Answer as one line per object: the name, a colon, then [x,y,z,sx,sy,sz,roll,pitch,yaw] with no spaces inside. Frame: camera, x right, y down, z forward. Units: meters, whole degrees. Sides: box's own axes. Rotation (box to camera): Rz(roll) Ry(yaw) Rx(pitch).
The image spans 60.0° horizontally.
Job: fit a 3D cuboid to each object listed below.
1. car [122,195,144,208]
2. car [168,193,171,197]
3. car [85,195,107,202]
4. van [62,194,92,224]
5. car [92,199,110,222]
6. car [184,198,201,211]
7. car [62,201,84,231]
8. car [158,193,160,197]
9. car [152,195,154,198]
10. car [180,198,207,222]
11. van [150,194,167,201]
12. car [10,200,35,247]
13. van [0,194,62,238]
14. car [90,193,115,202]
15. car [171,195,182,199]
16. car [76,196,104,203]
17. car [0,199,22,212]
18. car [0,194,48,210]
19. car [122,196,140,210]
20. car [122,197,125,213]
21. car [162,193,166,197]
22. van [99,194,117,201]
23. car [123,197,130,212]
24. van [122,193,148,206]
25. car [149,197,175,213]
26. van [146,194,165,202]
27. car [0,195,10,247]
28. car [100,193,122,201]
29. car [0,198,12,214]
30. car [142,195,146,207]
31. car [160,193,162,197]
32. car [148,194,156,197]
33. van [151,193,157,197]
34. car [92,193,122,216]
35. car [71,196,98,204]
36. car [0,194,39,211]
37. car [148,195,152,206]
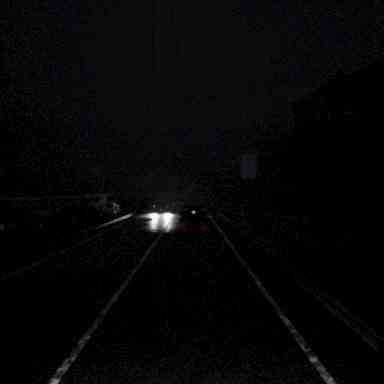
car: [-9.051,1.477,40.596,5.366,1.575,1.946,0,0,0]
car: [-8.886,1.405,88.254,5.566,2.045,2.435,0,0,0]
car: [-22.013,1.489,76.571,4.553,1.767,2.185,0,0,0]
van: [-8.962,1.226,20.976,4.442,1.987,1.878,0,0,0]
car: [-8.843,1.453,23.780,5.008,1.535,2.097,0,0,0]
car: [0.109,1.564,42.451,2.033,1.411,5.357,0,0,0]
car: [-8.838,1.452,18.174,4.892,1.521,2.231,0,0,0]
car: [-8.857,1.437,63.023,4.553,1.767,2.185,0,0,0]
car: [-8.848,1.551,51.809,4.792,1.488,2.163,0,0,0]
car: [0.110,1.490,26.261,2.163,1.488,4.792,0,0,0]
van: [-9.034,1.440,91.054,4.442,1.987,1.878,0,0,0]
car: [-8.810,1.322,12.565,4.553,1.767,2.185,0,0,0]
van: [-8.726,1.224,15.370,4.442,1.987,1.878,0,0,0]
car: [-22.017,1.384,82.124,5.566,2.045,2.435,0,0,0]
car: [-3.224,1.484,78.244,1.882,1.535,5.008,0,0,0]
car: [-21.791,1.591,71.021,5.366,1.575,1.946,0,0,0]
car: [-21.939,1.512,37.451,4.674,1.452,2.002,0,0,0]
car: [-21.919,1.239,43.022,5.566,2.045,2.435,0,0,0]
car: [-8.858,1.471,37.796,5.008,1.535,2.097,0,0,0]
car: [-8.850,1.457,29.391,4.892,1.521,2.231,0,0,0]
car: [-8.866,1.332,68.630,5.566,2.045,2.435,0,0,0]
van: [-22.110,1.430,87.675,4.442,1.987,1.878,0,0,0]
car: [-8.828,1.489,32.188,4.792,1.488,2.163,0,0,0]
van: [-8.755,1.275,46.204,4.442,1.987,1.878,0,0,0]
car: [-3.334,1.604,37.627,1.895,1.301,4.718,0,0,0]
van: [-9.025,1.410,82.646,4.442,1.987,1.878,0,0,0]
car: [-8.870,1.199,9.764,5.566,2.045,2.435,0,0,0]
car: [-22.025,1.414,90.451,5.566,2.045,2.435,0,0,0]
car: [-21.934,1.466,34.791,5.008,1.535,2.097,0,0,0]
car: [-8.898,1.520,43.399,4.792,1.488,2.163,0,0,0]
car: [-8.860,1.448,65.826,4.553,1.767,2.185,0,0,0]
car: [-8.875,1.532,54.613,5.008,1.535,2.097,0,0,0]
van: [-8.766,1.316,57.417,4.442,1.987,1.878,0,0,0]
car: [-8.880,1.203,26.584,5.566,2.045,2.435,0,0,0]
car: [-21.979,1.585,68.244,4.892,1.521,2.231,0,0,0]
car: [-21.916,1.229,40.360,5.566,2.045,2.435,0,0,0]
car: [-8.845,1.541,49.006,4.792,1.488,2.163,0,0,0]
